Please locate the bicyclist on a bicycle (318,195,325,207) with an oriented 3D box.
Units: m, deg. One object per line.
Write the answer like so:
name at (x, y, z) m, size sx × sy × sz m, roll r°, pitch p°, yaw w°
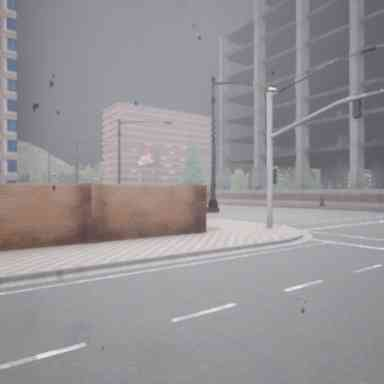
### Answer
bicyclist on a bicycle at (17.282, 1.206, 44.387) m, size 1.656 × 1.620 × 0.582 m, roll 0°, pitch 0°, yaw -35°
